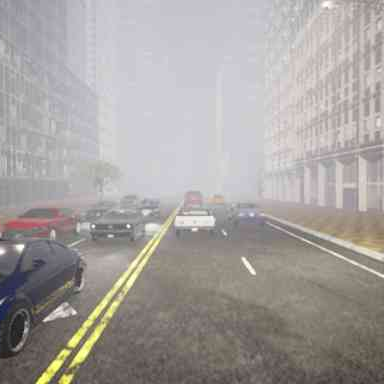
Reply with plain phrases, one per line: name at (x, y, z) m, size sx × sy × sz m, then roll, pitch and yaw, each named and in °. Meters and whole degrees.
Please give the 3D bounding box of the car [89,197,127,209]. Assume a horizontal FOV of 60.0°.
car at (-6.461, 1.344, 24.922) m, size 1.994 × 1.385 × 4.181 m, roll 0°, pitch 1°, yaw 0°

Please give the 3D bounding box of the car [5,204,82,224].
car at (-6.532, 1.359, 15.022) m, size 1.882 × 1.535 × 5.008 m, roll 0°, pitch 1°, yaw -1°

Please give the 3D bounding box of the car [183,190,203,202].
car at (0.164, 0.818, 40.355) m, size 2.150 × 2.045 × 5.566 m, roll 0°, pitch 1°, yaw 0°

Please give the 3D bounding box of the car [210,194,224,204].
car at (3.423, 1.010, 45.276) m, size 1.882 × 1.535 × 5.008 m, roll 0°, pitch 1°, yaw 0°

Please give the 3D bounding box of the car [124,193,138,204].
car at (-6.445, 1.027, 35.220) m, size 2.097 × 1.767 × 4.553 m, roll 0°, pitch 1°, yaw 0°

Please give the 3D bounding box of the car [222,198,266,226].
car at (3.383, 1.327, 21.351) m, size 2.033 × 1.411 × 5.357 m, roll 0°, pitch 1°, yaw 0°

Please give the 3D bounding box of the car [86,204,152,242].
car at (-3.296, 1.463, 15.741) m, size 1.895 × 1.301 × 4.718 m, roll 0°, pitch 1°, yaw 0°

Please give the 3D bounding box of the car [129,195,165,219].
car at (-3.210, 1.248, 26.127) m, size 2.128 × 1.511 × 4.902 m, roll 0°, pitch 1°, yaw 0°

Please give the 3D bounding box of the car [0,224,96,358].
car at (-3.333, 1.526, 5.781) m, size 1.994 × 1.385 × 4.181 m, roll 0°, pitch 1°, yaw 0°

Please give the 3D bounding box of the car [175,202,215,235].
car at (0.128, 1.430, 17.642) m, size 1.895 × 1.301 × 4.718 m, roll 0°, pitch 1°, yaw 0°
